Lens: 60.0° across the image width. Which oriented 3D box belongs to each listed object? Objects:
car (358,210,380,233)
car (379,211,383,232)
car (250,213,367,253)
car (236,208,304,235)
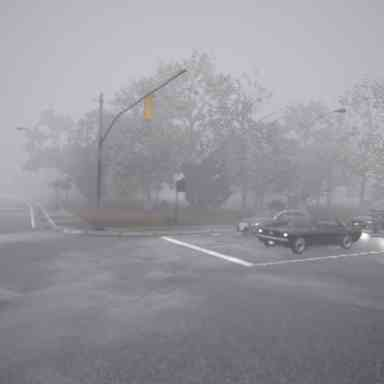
[{"bbox_3d":[12.408,1.939,22.533,4.181,1.385,1.994,2,0,-29],"label":"car"},{"bbox_3d":[12.954,1.946,18.829,4.181,1.385,1.994,2,0,-30],"label":"car"},{"bbox_3d":[5.089,1.766,14.413,4.718,1.301,1.895,2,0,-29],"label":"car"},{"bbox_3d":[4.676,1.654,18.194,4.902,1.511,2.128,2,0,-29],"label":"car"}]
